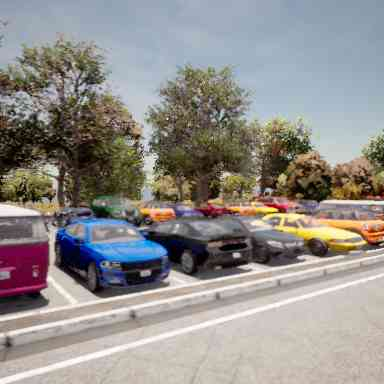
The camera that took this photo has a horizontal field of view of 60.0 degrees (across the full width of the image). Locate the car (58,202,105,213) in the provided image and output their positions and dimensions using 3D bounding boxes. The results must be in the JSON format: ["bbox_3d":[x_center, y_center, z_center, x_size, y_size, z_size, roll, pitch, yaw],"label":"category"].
[{"bbox_3d":[-7.764,1.607,21.797,2.163,1.488,4.792,1,0,-35],"label":"car"}]

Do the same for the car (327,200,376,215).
[{"bbox_3d":[19.581,1.849,41.013,2.097,1.535,5.008,1,0,-35],"label":"car"}]

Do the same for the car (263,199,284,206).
[{"bbox_3d":[5.916,1.721,31.394,2.097,1.535,5.008,1,0,-35],"label":"car"}]

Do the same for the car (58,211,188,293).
[{"bbox_3d":[-2.474,1.552,9.497,2.097,1.535,5.008,1,0,-35],"label":"car"}]

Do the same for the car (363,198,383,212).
[{"bbox_3d":[26.435,1.784,45.791,2.185,1.767,4.553,0,0,-35],"label":"car"}]

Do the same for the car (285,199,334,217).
[{"bbox_3d":[12.735,1.661,36.226,2.185,1.767,4.553,1,0,-35],"label":"car"}]

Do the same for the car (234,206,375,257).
[{"bbox_3d":[4.465,1.624,14.147,1.946,1.575,5.366,1,0,-35],"label":"car"}]

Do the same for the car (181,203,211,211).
[{"bbox_3d":[-0.915,1.691,26.585,2.002,1.452,4.674,1,0,-35],"label":"car"}]

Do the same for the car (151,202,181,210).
[{"bbox_3d":[-3.172,1.501,24.955,2.185,1.767,4.553,1,0,-35],"label":"car"}]

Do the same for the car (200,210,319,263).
[{"bbox_3d":[2.080,1.643,12.698,2.002,1.452,4.674,1,0,-35],"label":"car"}]

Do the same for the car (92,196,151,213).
[{"bbox_3d":[-5.449,1.351,23.356,2.435,2.045,5.566,1,0,-35],"label":"car"}]

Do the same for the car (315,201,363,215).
[{"bbox_3d":[17.323,1.858,39.380,2.163,1.488,4.792,1,0,-35],"label":"car"}]

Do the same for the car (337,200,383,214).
[{"bbox_3d":[21.653,1.865,42.691,1.946,1.575,5.366,1,0,-35],"label":"car"}]

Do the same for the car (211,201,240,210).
[{"bbox_3d":[1.367,1.675,28.181,2.097,1.535,5.008,1,0,-35],"label":"car"}]

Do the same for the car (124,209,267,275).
[{"bbox_3d":[-0.192,1.577,11.090,2.097,1.535,5.008,1,0,-35],"label":"car"}]

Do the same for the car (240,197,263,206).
[{"bbox_3d":[3.660,1.573,29.762,2.185,1.767,4.553,1,0,-35],"label":"car"}]

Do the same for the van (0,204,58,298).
[{"bbox_3d":[-4.812,1.300,7.988,1.878,1.987,4.442,1,0,-35],"label":"van"}]

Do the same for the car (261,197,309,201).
[{"bbox_3d":[8.215,1.492,32.973,2.435,2.045,5.566,1,0,-35],"label":"car"}]

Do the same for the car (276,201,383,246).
[{"bbox_3d":[6.653,1.526,15.875,2.185,1.767,4.553,1,0,-35],"label":"car"}]

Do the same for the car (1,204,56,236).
[{"bbox_3d":[-10.026,1.552,20.177,2.231,1.521,4.892,1,0,-35],"label":"car"}]

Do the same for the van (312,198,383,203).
[{"bbox_3d":[8.928,1.449,17.371,1.878,1.987,4.442,1,0,-35],"label":"van"}]
